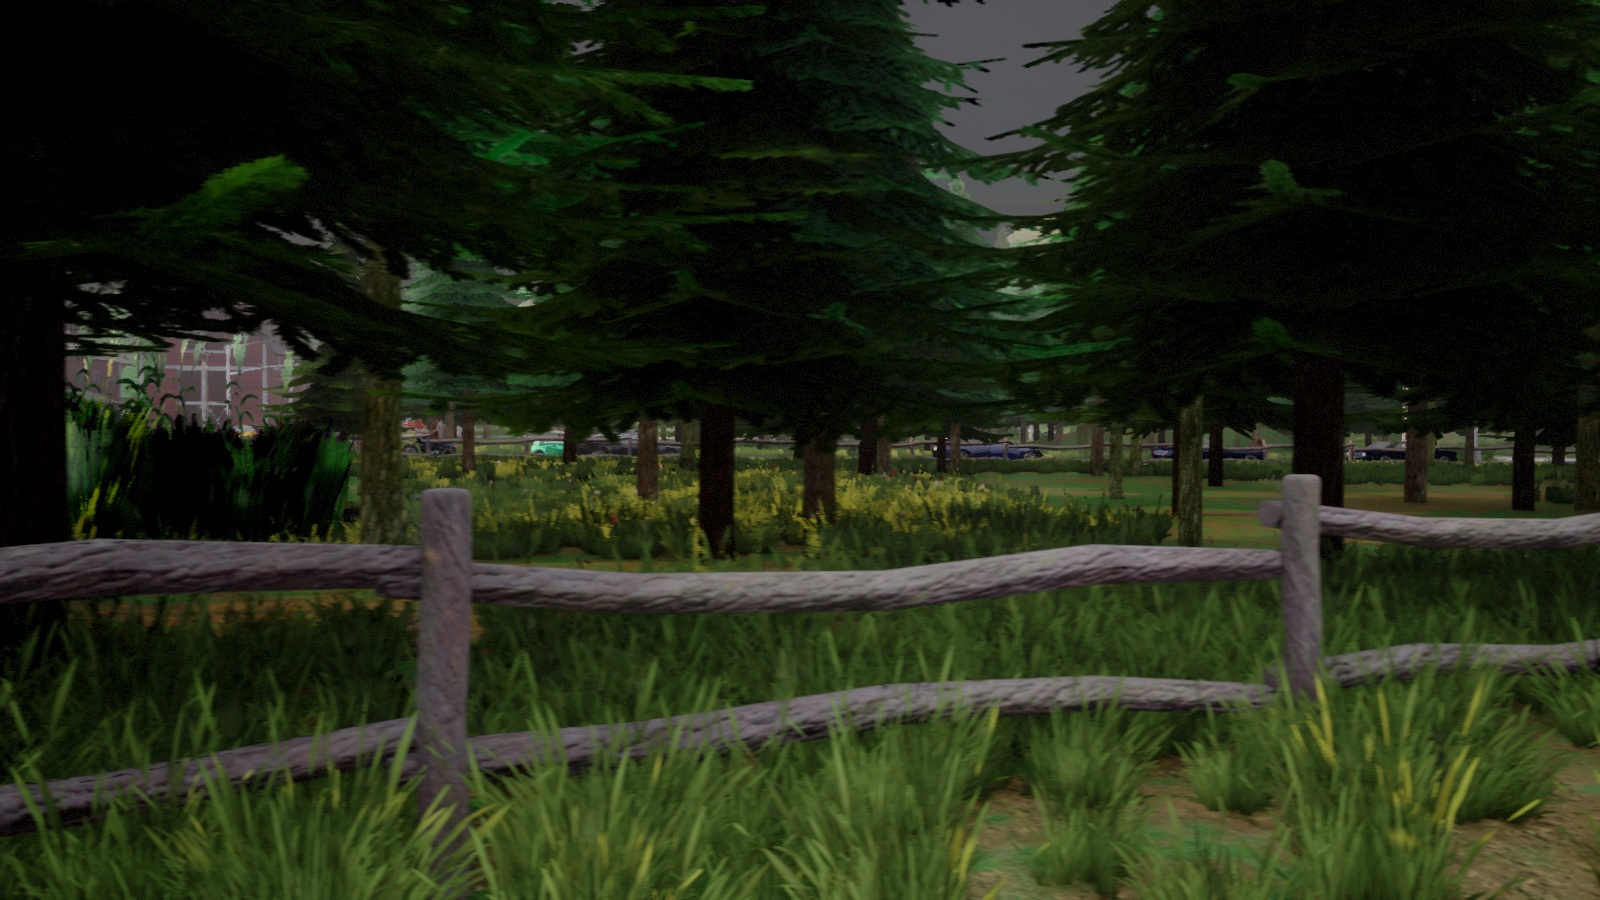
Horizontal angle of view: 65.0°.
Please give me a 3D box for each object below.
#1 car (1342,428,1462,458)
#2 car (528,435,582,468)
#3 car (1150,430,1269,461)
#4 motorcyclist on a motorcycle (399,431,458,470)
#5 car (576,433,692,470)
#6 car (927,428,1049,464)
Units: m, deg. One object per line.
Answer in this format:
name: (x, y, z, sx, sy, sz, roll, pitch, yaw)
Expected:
car: (27.623, -0.349, 57.656, 4.718, 1.301, 1.895, -1, 1, -9)
car: (-10.762, 0.055, 55.291, 2.207, 1.376, 1.481, 0, 1, -8)
car: (18.283, -0.223, 56.190, 4.718, 1.301, 1.895, -1, 1, -9)
motorcyclist on a motorcycle: (-16.127, 0.020, 54.597, 2.350, 1.649, 0.766, -1, 1, -7)
car: (-6.915, 0.032, 52.275, 4.674, 1.442, 1.812, -1, 1, -8)
car: (8.138, -0.188, 54.612, 4.792, 1.488, 2.163, -1, 1, -9)
